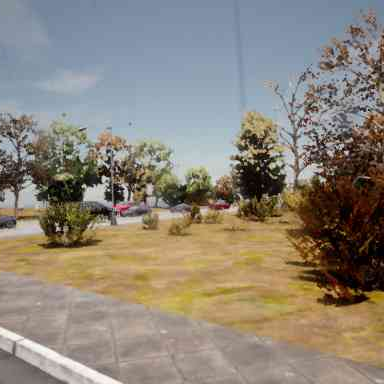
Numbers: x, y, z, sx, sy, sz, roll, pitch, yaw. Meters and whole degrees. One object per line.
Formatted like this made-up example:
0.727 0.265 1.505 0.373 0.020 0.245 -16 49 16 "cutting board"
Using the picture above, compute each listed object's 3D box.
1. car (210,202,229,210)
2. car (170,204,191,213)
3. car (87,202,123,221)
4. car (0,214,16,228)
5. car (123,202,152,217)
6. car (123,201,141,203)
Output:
4.808 2.373 55.196 1.882 1.535 5.008 -3 -2 32 "car"
-1.630 2.576 51.792 1.994 1.385 4.181 -3 -2 32 "car"
-9.684 1.952 32.129 2.150 2.045 5.566 -3 -2 32 "car"
-16.988 2.450 27.684 1.994 1.385 4.181 -3 -2 34 "car"
-7.114 2.471 43.100 1.812 1.442 4.674 -3 -2 32 "car"
-9.100 2.339 46.542 2.150 2.045 5.566 -3 -2 32 "car"
